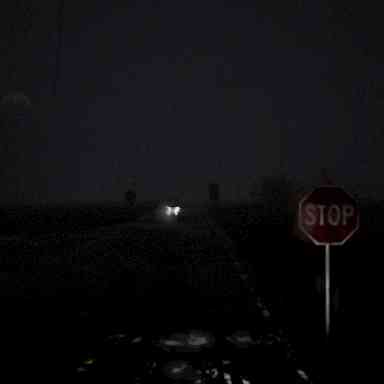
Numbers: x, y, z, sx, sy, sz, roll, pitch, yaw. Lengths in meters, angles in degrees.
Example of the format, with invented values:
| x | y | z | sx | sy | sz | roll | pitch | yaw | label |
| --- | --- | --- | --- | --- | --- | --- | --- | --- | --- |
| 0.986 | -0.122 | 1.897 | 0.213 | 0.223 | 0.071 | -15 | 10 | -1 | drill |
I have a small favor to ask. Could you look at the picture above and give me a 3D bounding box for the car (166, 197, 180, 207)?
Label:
| x | y | z | sx | sy | sz | roll | pitch | yaw | label |
| --- | --- | --- | --- | --- | --- | --- | --- | --- | --- |
| -2.758 | 1.481 | 49.231 | 2.128 | 1.511 | 4.902 | 0 | 0 | 0 | car |
